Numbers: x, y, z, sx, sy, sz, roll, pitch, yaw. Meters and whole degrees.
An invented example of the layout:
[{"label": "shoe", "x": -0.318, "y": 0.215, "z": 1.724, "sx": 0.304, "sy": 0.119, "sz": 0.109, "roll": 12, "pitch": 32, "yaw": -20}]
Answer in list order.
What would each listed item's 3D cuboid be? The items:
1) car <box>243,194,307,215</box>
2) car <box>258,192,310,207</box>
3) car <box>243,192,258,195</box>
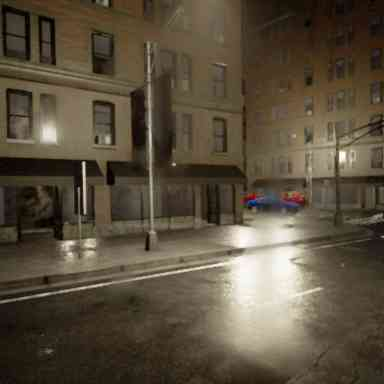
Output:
[{"label": "car", "x": 7.484, "y": 1.219, "z": 30.483, "sx": 1.882, "sy": 1.535, "sz": 5.008, "roll": -2, "pitch": 1, "yaw": -44}, {"label": "car", "x": 10.182, "y": 0.929, "z": 36.010, "sx": 2.192, "sy": 1.841, "sz": 5.009, "roll": -1, "pitch": 1, "yaw": -44}, {"label": "car", "x": 6.368, "y": 0.892, "z": 39.984, "sx": 2.192, "sy": 1.841, "sz": 5.009, "roll": -1, "pitch": 1, "yaw": -44}]
